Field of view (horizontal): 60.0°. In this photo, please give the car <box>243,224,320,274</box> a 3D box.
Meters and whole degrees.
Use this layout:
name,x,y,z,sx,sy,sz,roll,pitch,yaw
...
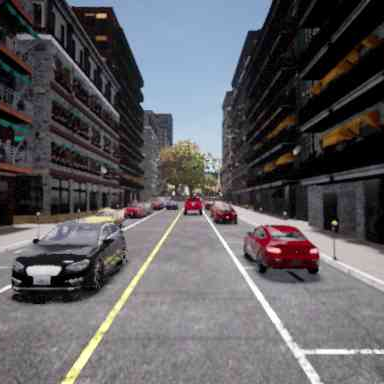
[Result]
name,x,y,z,sx,sy,sz,roll,pitch,yaw
car,2.716,1.689,10.685,1.802,1.307,4.206,1,-1,0

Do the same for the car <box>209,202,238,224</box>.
name,x,y,z,sx,sy,sz,roll,pitch,yaw
car,2.735,1.821,27.774,1.887,1.381,4.507,1,-1,0

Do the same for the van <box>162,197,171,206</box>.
name,x,y,z,sx,sy,sz,roll,pitch,yaw
van,-5.557,2.070,73.292,1.690,1.788,3.998,1,-1,0

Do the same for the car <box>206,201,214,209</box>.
name,x,y,z,sx,sy,sz,roll,pitch,yaw
car,2.742,1.878,33.470,1.887,1.381,4.507,1,-1,0

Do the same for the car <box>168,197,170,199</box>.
name,x,y,z,sx,sy,sz,roll,pitch,yaw
car,-5.571,2.055,61.899,1.967,1.590,4.097,1,-1,0

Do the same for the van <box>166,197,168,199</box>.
name,x,y,z,sx,sy,sz,roll,pitch,yaw
van,-5.576,1.899,56.204,1.690,1.788,3.998,1,-1,0

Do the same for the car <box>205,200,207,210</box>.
name,x,y,z,sx,sy,sz,roll,pitch,yaw
car,2.761,2.047,50.558,1.887,1.381,4.507,1,-1,0

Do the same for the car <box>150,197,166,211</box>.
name,x,y,z,sx,sy,sz,roll,pitch,yaw
car,-5.582,1.817,50.509,2.192,1.841,5.009,1,-1,0

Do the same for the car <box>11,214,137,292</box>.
name,x,y,z,sx,sy,sz,roll,pitch,yaw
car,-3.088,1.584,9.305,2.128,1.511,4.902,0,-1,0

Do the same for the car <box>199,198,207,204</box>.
name,x,y,z,sx,sy,sz,roll,pitch,yaw
car,2.800,2.371,84.905,1.752,1.417,4.829,1,-1,0

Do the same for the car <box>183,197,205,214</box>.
name,x,y,z,sx,sy,sz,roll,pitch,yaw
car,0.146,1.625,40.774,2.150,2.045,5.566,0,-1,0

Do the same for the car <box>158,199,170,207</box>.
name,x,y,z,sx,sy,sz,roll,pitch,yaw
car,-5.567,2.222,67.595,2.008,1.369,4.403,1,-1,0

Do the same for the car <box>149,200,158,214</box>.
name,x,y,z,sx,sy,sz,roll,pitch,yaw
car,-5.599,1.939,39.113,2.008,1.369,4.403,1,-1,0

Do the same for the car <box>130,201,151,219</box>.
name,x,y,z,sx,sy,sz,roll,pitch,yaw
car,-5.606,1.876,33.418,1.887,1.381,4.507,1,-1,0

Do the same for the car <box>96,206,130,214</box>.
name,x,y,z,sx,sy,sz,roll,pitch,yaw
car,-5.625,1.742,21.855,1.752,1.417,4.829,1,-1,0

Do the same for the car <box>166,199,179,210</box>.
name,x,y,z,sx,sy,sz,roll,pitch,yaw
car,-3.020,2.108,51.067,1.895,1.301,4.718,0,-1,0
